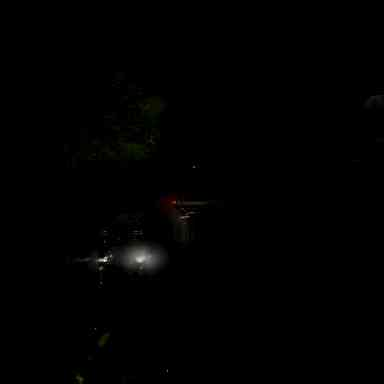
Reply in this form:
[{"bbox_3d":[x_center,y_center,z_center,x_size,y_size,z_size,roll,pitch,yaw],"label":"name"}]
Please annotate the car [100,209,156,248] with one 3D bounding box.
[{"bbox_3d":[-2.851,1.606,15.637,1.882,1.535,5.008,0,0,0],"label":"car"}]
